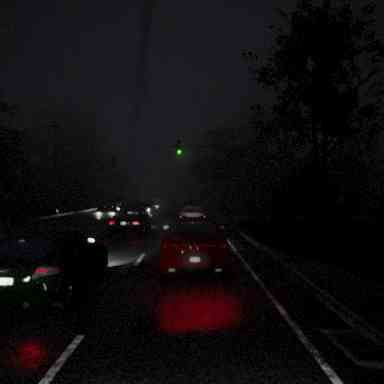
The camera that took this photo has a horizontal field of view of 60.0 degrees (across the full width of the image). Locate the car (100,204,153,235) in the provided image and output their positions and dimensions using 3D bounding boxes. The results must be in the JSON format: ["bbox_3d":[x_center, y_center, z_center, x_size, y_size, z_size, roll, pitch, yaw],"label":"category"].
[{"bbox_3d":[-3.459,1.639,19.220,2.033,1.411,5.357,0,0,0],"label":"car"}]

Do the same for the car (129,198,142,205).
[{"bbox_3d":[-11.009,1.886,65.199,1.895,1.301,4.718,0,0,-1],"label":"car"}]

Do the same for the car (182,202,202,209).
[{"bbox_3d":[0.034,1.630,22.235,1.812,1.442,4.674,0,0,0],"label":"car"}]

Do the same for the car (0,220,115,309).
[{"bbox_3d":[-3.423,1.608,8.055,1.994,1.385,4.181,0,0,0],"label":"car"}]

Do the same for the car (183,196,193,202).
[{"bbox_3d":[-0.801,1.876,74.561,1.994,1.385,4.181,0,0,-2],"label":"car"}]

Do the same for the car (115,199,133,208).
[{"bbox_3d":[-10.847,1.799,53.288,1.994,1.385,4.181,0,0,-1],"label":"car"}]

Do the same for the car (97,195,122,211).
[{"bbox_3d":[-10.732,1.417,43.903,2.150,2.045,5.566,0,0,2],"label":"car"}]

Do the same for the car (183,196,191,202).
[{"bbox_3d":[-1.307,1.749,84.289,1.882,1.535,5.008,0,0,-4],"label":"car"}]

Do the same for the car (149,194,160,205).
[{"bbox_3d":[-7.517,1.505,65.024,2.150,2.045,5.566,0,0,-1],"label":"car"}]

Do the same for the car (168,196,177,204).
[{"bbox_3d":[-4.268,1.848,73.624,2.033,1.411,5.357,0,0,-2],"label":"car"}]

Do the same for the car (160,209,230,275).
[{"bbox_3d":[0.069,1.533,10.715,1.882,1.535,5.008,0,0,0],"label":"car"}]

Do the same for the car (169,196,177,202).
[{"bbox_3d":[-4.801,1.812,84.078,2.033,1.411,5.357,0,0,-4],"label":"car"}]

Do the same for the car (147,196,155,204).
[{"bbox_3d":[-7.335,1.756,52.266,1.812,1.442,4.674,0,0,0],"label":"car"}]

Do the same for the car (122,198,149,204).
[{"bbox_3d":[-7.219,1.738,42.688,2.033,1.411,5.357,0,0,-1],"label":"car"}]
